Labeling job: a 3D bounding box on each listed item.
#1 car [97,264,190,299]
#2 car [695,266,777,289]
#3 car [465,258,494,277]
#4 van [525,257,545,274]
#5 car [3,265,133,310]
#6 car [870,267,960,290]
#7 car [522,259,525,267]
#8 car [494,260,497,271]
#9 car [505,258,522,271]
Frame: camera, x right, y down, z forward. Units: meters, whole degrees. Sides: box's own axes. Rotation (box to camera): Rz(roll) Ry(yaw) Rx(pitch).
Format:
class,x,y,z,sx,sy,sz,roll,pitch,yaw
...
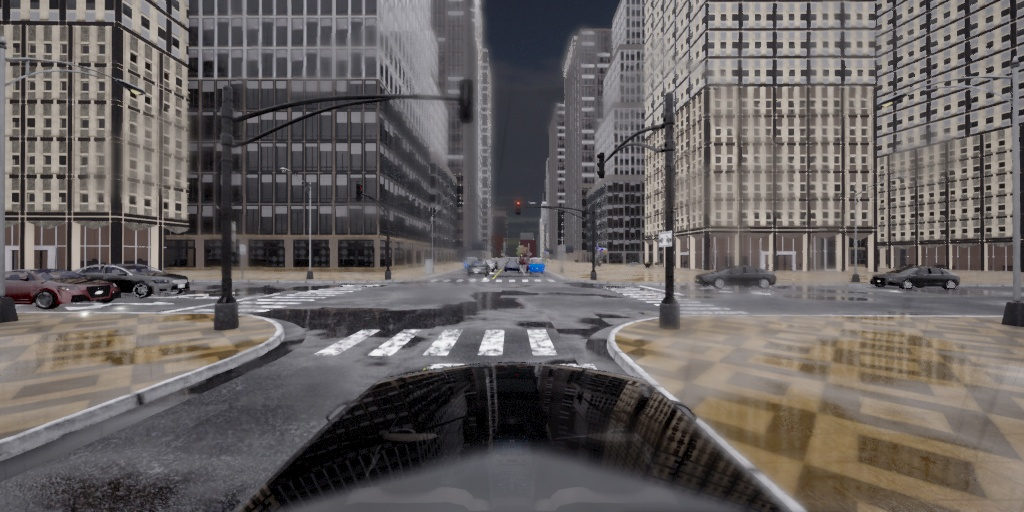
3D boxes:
class,x,y,z,sx,sy,sz,roll,pitch,yaw
car,-17.809,1.109,16.606,4.902,1.511,2.128,0,0,-1
car,14.869,1.396,23.953,4.892,1.490,1.837,0,0,1
car,-3.231,1.241,35.622,2.128,1.511,4.902,0,0,0
van,2.687,1.090,39.789,1.690,1.789,3.998,0,0,0
car,-17.424,1.169,13.362,4.181,1.385,1.994,0,0,-1
car,27.176,1.476,24.248,4.892,1.490,1.837,1,0,-1
car,2.618,1.295,45.327,1.888,1.381,4.507,0,0,0
car,-3.191,1.275,45.797,1.812,1.442,4.674,0,0,0
car,0.013,1.313,48.631,1.994,1.385,4.181,0,0,0
